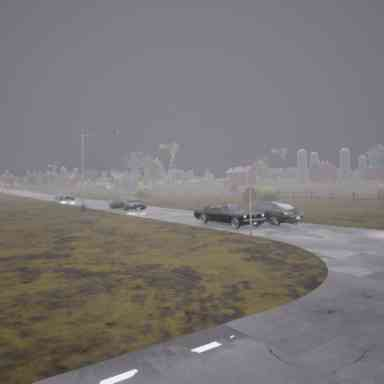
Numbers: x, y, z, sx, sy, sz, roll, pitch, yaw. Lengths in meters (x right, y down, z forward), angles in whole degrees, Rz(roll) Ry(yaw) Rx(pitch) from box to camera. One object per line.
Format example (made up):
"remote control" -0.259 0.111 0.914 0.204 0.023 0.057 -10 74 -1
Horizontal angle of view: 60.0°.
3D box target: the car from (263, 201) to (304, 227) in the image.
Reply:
"car" 4.831 1.285 21.055 1.812 1.442 4.674 -2 2 -35

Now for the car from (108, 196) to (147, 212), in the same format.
"car" -6.309 1.063 31.864 2.033 1.411 5.357 -1 2 -36

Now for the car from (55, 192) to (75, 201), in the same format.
"car" -18.890 0.632 49.261 1.994 1.385 4.181 -1 2 -36

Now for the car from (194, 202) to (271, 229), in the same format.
"car" 2.197 1.384 20.207 1.895 1.301 4.718 -1 2 -36
